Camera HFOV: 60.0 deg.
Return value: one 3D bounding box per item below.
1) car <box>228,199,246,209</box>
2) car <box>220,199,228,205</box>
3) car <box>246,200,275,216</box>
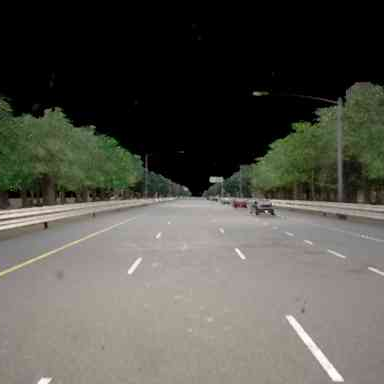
[{"bbox_3d":[7.136,1.777,50.735,1.882,1.535,5.008,0,-1,0],"label":"car"},{"bbox_3d":[7.289,2.172,73.568,1.895,1.301,4.718,0,-1,0],"label":"car"},{"bbox_3d":[7.059,1.620,33.888,1.837,1.490,4.892,0,0,0],"label":"car"}]
